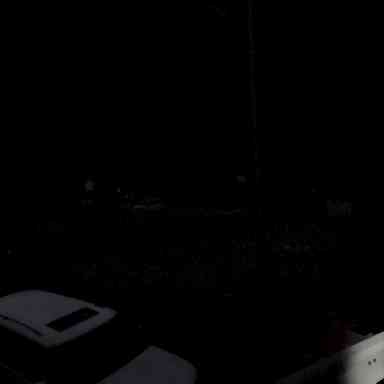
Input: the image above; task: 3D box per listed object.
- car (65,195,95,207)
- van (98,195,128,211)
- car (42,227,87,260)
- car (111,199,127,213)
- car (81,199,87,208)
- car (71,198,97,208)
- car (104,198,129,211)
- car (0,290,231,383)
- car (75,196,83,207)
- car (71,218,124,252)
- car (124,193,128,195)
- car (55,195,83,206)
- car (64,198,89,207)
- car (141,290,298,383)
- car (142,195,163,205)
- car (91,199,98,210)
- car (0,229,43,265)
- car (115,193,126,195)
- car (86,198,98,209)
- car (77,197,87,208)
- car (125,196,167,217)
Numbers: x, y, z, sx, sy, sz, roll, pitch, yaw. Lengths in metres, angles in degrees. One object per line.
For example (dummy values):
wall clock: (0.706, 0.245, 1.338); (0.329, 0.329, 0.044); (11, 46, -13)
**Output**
car: (-24.139, 1.968, 71.683); (2.435, 2.045, 5.566); (-2, 3, 36)
van: (-12.436, 2.027, 54.148); (1.878, 1.987, 4.442); (-2, 4, 36)
car: (-9.653, 3.435, 22.070); (4.792, 1.488, 2.163); (-3, 2, 34)
car: (-8.871, 2.233, 49.439); (1.946, 1.575, 5.366); (-2, 3, 36)
car: (-17.410, 2.271, 61.718); (2.002, 1.452, 4.674); (-2, 3, 36)
car: (-22.442, 2.250, 69.209); (2.163, 1.488, 4.792); (-2, 3, 36)
car: (-10.671, 2.287, 51.772); (2.002, 1.452, 4.674); (-2, 3, 36)
car: (-2.333, 3.375, 6.457); (5.566, 2.045, 2.435); (-1, 3, 34)
car: (-20.759, 2.096, 66.708); (2.185, 1.767, 4.553); (-2, 4, 36)
car: (-7.328, 2.950, 23.788); (5.566, 2.045, 2.435); (-3, 2, 35)
car: (-16.611, 1.140, 77.073); (2.150, 2.045, 5.566); (-5, 3, -34)
car: (-29.194, 1.971, 79.149); (2.435, 2.045, 5.566); (-3, 3, 36)
car: (-25.797, 2.248, 74.185); (2.163, 1.488, 4.792); (-2, 3, 36)
car: (0.131, 3.441, 8.231); (4.792, 1.488, 2.163); (-1, 3, 34)
car: (-7.625, 1.506, 63.999); (1.837, 1.490, 4.892); (-5, 3, -34)
car: (-14.035, 2.238, 56.743); (2.097, 1.535, 5.008); (-2, 4, 36)
car: (-12.071, 3.365, 20.330); (5.566, 2.045, 2.435); (-3, 2, 34)
car: (-16.252, 1.703, 69.524); (2.097, 1.767, 4.553); (-5, 3, -34)
car: (-15.761, 2.112, 59.201); (2.185, 1.767, 4.553); (-2, 3, 36)
car: (-19.079, 2.099, 64.221); (2.185, 1.767, 4.553); (-2, 4, 36)
car: (-5.617, 2.009, 44.283); (2.435, 2.045, 5.566); (-2, 4, 36)
